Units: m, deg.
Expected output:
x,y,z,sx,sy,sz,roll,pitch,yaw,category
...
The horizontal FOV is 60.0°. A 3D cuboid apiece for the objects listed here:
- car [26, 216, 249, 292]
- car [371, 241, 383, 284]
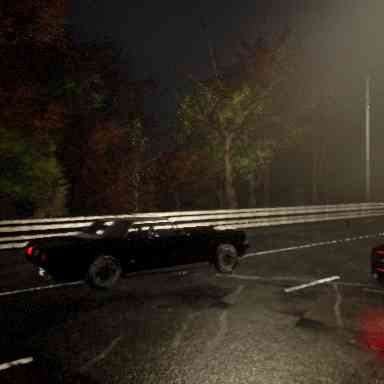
x,y,z,sx,sy,sz,roll,pitch,yaw,category
-0.971,1.183,7.427,4.718,1.301,1.895,0,-3,-35,car
6.275,1.465,8.137,4.892,1.490,1.837,-1,0,-35,car
